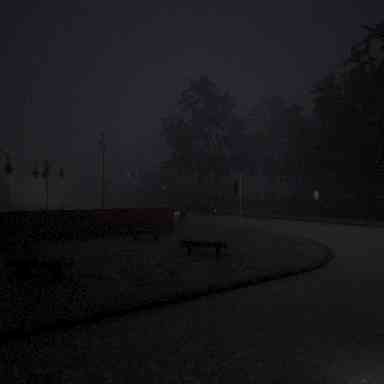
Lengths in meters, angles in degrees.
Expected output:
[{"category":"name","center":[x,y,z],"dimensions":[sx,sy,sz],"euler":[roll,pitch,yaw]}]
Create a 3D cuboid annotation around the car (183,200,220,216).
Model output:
[{"category":"car","center":[0.865,1.526,32.984],"dimensions":[1.812,1.442,4.674],"euler":[0,0,-35]}]
